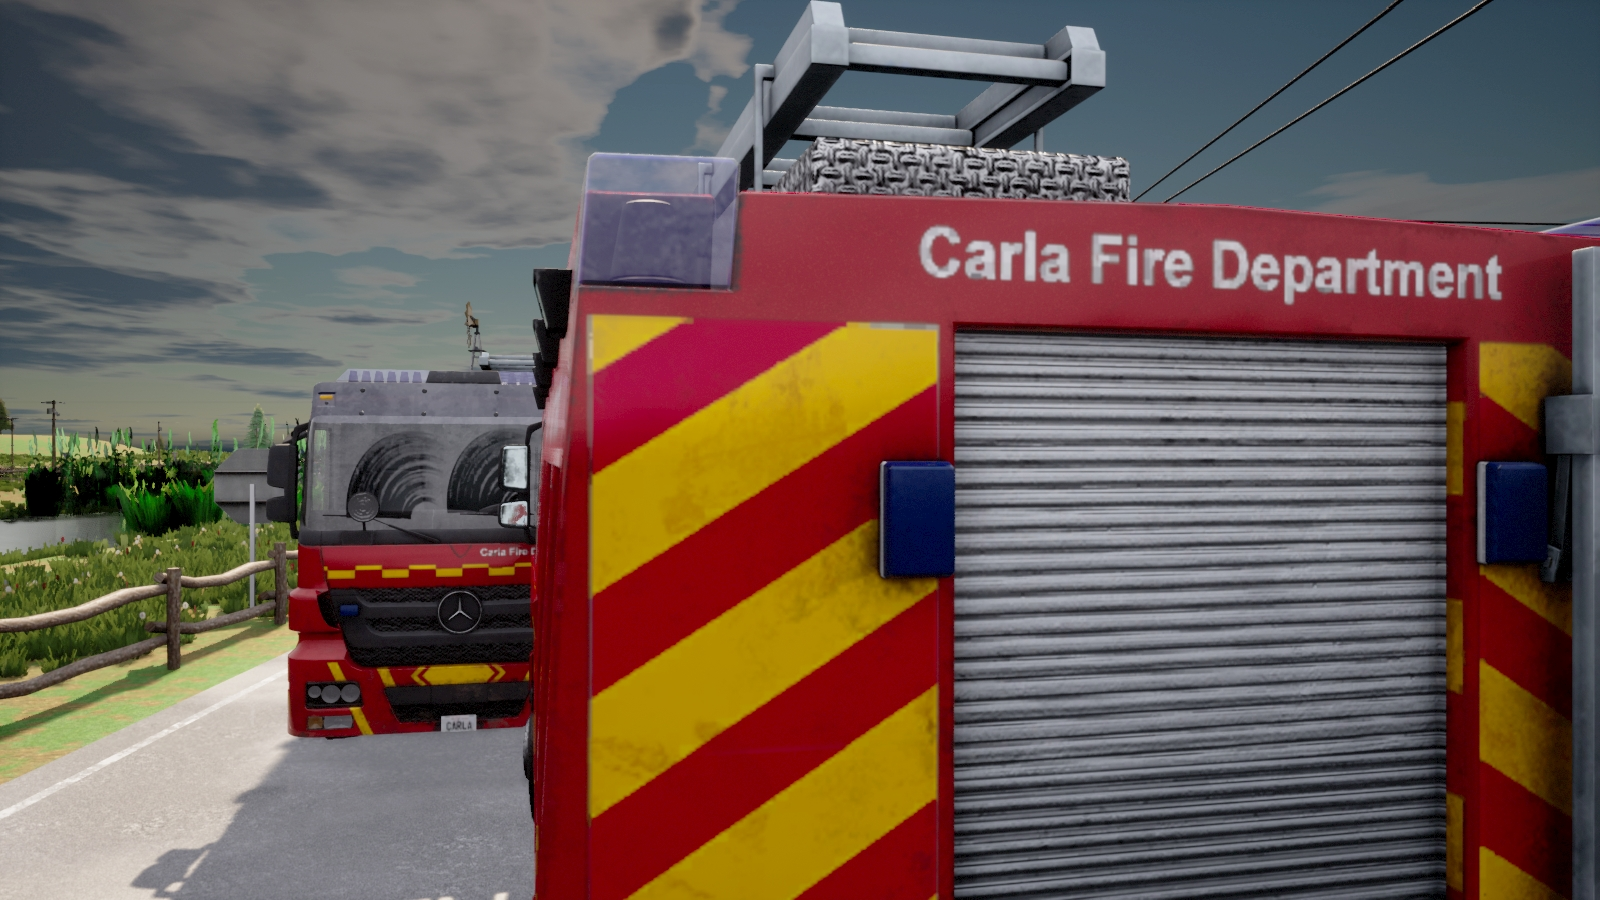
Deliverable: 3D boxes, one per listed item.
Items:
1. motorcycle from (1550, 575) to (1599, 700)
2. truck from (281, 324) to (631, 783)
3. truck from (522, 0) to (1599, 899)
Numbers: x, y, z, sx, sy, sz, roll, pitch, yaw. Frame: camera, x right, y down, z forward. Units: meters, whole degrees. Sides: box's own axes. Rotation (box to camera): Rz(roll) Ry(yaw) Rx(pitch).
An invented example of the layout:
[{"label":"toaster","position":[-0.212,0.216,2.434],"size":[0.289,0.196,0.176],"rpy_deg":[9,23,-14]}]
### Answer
[{"label":"motorcycle","position":[9.818,2.142,13.187],"size":[1.805,1.316,0.856],"rpy_deg":[0,0,-7]},{"label":"truck","position":[-3.884,0.862,13.981],"size":[2.891,3.827,8.468],"rpy_deg":[0,0,-13]},{"label":"truck","position":[-0.146,0.866,6.873],"size":[2.891,3.827,8.468],"rpy_deg":[0,0,-13]}]
